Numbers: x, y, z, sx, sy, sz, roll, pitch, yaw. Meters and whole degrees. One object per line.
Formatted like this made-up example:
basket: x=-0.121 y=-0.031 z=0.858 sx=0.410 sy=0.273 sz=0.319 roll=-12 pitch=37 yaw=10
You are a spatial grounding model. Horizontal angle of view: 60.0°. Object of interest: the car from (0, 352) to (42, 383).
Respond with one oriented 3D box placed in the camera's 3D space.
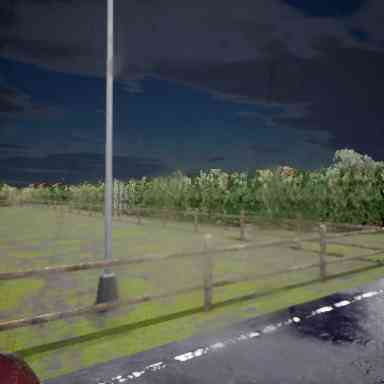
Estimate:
car: x=-2.654 y=1.548 z=1.167 sx=4.181 sy=1.385 sz=1.994 roll=1 pitch=0 yaw=-36
